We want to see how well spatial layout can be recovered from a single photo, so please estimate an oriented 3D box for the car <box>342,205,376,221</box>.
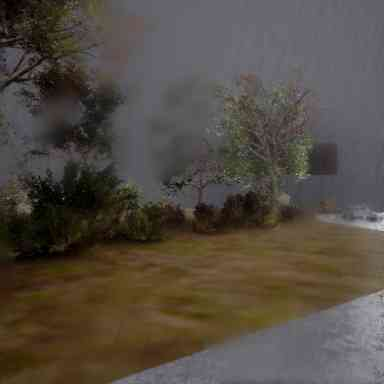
[{"bbox_3d":[15.114,1.888,30.279,1.895,1.301,4.718,0,0,14],"label":"car"}]
